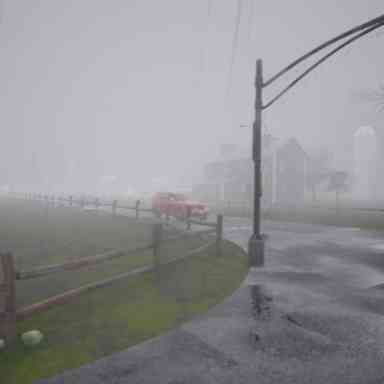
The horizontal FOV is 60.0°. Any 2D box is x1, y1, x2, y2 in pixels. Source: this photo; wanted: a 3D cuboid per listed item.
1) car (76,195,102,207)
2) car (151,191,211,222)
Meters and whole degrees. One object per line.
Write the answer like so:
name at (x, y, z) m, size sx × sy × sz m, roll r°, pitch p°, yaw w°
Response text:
car at (-12.870, 1.057, 41.314) m, size 2.033 × 1.411 × 5.357 m, roll 2°, pitch 0°, yaw -35°
car at (-0.944, 1.000, 24.495) m, size 2.150 × 2.045 × 5.566 m, roll 2°, pitch 0°, yaw -35°
